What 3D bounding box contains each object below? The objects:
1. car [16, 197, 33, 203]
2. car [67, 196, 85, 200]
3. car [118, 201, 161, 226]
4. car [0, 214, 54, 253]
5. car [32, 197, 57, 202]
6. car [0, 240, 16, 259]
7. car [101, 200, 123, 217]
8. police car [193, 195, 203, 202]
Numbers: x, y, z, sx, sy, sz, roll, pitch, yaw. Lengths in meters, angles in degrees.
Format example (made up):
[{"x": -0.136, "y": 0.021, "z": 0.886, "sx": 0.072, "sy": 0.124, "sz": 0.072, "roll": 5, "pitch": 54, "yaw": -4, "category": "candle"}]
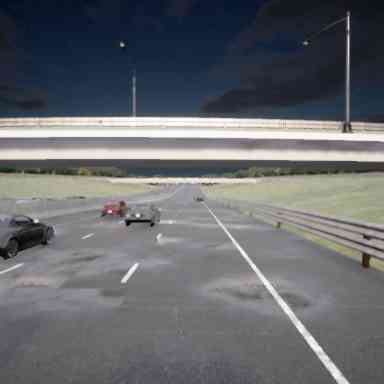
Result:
[{"x": -24.128, "y": 1.514, "z": 49.125, "sx": 1.812, "sy": 1.442, "sz": 4.674, "roll": 0, "pitch": 0, "yaw": 1, "category": "car"}, {"x": -17.138, "y": 1.345, "z": 48.869, "sx": 2.097, "sy": 1.767, "sz": 4.553, "roll": 0, "pitch": 0, "yaw": 1, "category": "car"}, {"x": -3.213, "y": 1.456, "z": 22.374, "sx": 2.033, "sy": 1.411, "sz": 5.357, "roll": 0, "pitch": 0, "yaw": 0, "category": "car"}, {"x": -6.800, "y": 1.501, "z": 12.309, "sx": 1.994, "sy": 1.385, "sz": 4.181, "roll": 0, "pitch": 0, "yaw": 0, "category": "car"}, {"x": -20.646, "y": 1.585, "z": 48.149, "sx": 1.895, "sy": 1.301, "sz": 4.718, "roll": 0, "pitch": 0, "yaw": 1, "category": "car"}, {"x": -3.369, "y": 1.466, "z": 2.005, "sx": 1.882, "sy": 1.535, "sz": 5.008, "roll": 0, "pitch": 0, "yaw": 0, "category": "car"}, {"x": -6.649, "y": 1.431, "z": 29.340, "sx": 1.812, "sy": 1.442, "sz": 4.674, "roll": 0, "pitch": 0, "yaw": 1, "category": "car"}, {"x": 1.995, "y": 1.792, "z": 86.492, "sx": 1.930, "sy": 1.638, "sz": 5.238, "roll": 0, "pitch": -1, "yaw": 1, "category": "police car"}]
